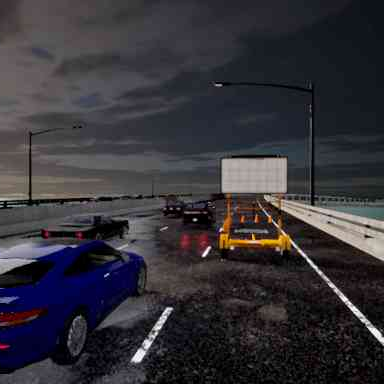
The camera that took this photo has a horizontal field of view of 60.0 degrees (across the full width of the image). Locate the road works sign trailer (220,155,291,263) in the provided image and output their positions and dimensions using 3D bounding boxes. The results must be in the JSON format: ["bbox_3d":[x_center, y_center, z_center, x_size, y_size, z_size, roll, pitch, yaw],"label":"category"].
[{"bbox_3d":[2.252,0.468,12.128,2.380,3.560,2.880,0,0,9],"label":"road works sign trailer"}]

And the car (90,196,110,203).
[{"bbox_3d":[-15.312,1.514,55.754,1.837,1.490,4.892,0,0,10],"label":"car"}]

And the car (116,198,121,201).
[{"bbox_3d":[-11.442,1.362,57.529,2.097,1.767,4.553,0,0,10],"label":"car"}]

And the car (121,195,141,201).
[{"bbox_3d":[-8.929,1.534,51.690,1.812,1.442,4.674,0,0,10],"label":"car"}]

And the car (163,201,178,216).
[{"bbox_3d":[-1.418,1.553,32.249,2.033,1.411,5.357,0,0,10],"label":"car"}]

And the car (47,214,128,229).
[{"bbox_3d":[-4.350,1.604,14.481,1.895,1.301,4.718,0,0,9],"label":"car"}]

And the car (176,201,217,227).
[{"bbox_3d":[0.591,1.497,22.993,2.128,1.511,4.902,0,0,9],"label":"car"}]

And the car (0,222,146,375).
[{"bbox_3d":[-2.202,1.527,5.771,1.812,1.442,4.674,0,0,9],"label":"car"}]
